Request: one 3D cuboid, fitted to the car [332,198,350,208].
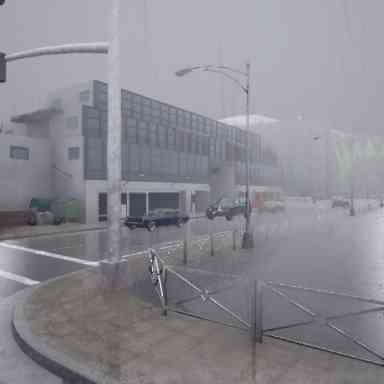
[{"bbox_3d":[22.774,1.681,50.861,1.837,1.490,4.892,0,0,36],"label":"car"}]

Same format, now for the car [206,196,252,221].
[{"bbox_3d":[3.467,1.398,30.157,2.150,2.045,5.566,0,0,36],"label":"car"}]

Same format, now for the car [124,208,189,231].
[{"bbox_3d":[-2.265,1.777,22.128,1.895,1.301,4.718,0,0,36],"label":"car"}]

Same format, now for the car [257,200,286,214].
[{"bbox_3d":[9.243,1.702,38.229,1.812,1.442,4.674,0,0,36],"label":"car"}]
